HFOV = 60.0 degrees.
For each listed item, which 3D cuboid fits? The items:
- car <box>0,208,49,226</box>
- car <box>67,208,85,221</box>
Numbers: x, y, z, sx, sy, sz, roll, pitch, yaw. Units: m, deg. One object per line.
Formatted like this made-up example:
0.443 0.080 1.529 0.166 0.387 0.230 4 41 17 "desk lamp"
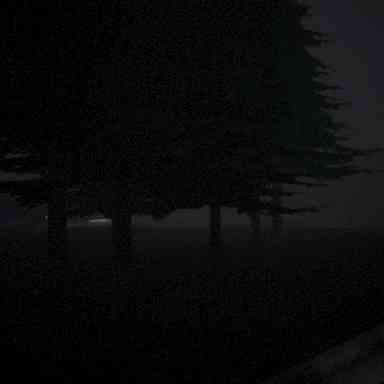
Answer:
-12.043 1.224 22.986 5.566 2.045 2.150 0 0 3 "car"
-10.011 1.561 26.380 4.181 1.385 1.994 0 0 3 "car"
